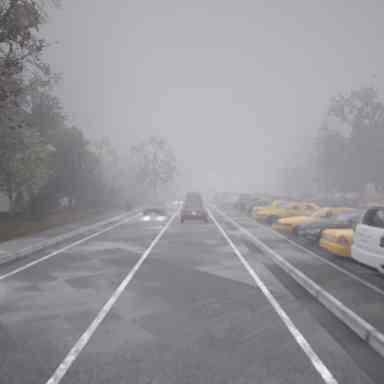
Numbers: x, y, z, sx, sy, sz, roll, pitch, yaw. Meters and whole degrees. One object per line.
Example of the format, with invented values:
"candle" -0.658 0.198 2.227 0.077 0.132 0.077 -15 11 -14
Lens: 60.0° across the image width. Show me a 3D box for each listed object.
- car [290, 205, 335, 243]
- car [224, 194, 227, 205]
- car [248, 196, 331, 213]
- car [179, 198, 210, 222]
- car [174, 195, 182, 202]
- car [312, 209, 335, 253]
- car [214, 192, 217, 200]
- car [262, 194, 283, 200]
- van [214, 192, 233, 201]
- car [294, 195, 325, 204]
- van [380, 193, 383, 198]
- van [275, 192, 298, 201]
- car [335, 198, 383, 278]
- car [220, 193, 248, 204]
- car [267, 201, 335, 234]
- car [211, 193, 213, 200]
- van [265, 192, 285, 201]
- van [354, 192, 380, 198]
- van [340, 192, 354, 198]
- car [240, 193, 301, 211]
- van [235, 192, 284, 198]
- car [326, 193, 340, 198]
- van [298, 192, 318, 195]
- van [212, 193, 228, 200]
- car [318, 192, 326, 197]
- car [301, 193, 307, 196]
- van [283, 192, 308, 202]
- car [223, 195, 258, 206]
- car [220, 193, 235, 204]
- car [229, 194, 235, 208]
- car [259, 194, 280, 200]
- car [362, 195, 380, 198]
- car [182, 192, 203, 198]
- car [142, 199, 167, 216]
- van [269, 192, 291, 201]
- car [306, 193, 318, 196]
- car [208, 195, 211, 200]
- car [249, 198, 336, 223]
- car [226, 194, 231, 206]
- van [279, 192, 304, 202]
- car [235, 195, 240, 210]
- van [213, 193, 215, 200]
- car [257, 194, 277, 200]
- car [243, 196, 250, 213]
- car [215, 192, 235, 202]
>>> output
"car" 6.905 1.454 13.662 4.892 1.521 2.231 0 1 0
"car" 7.134 1.302 44.188 4.792 1.488 2.163 0 0 0
"car" 7.180 1.336 24.761 5.366 1.575 1.946 0 1 0
"car" 0.155 1.420 24.864 1.994 1.385 4.181 0 0 0
"car" -2.908 1.300 72.072 2.128 1.511 4.902 0 0 0
"car" 7.060 1.481 10.884 5.366 1.575 1.946 0 1 0
"car" 7.325 1.227 63.620 5.008 1.535 2.097 0 0 0
"car" 20.595 1.375 85.514 4.892 1.521 2.231 0 -1 0
"van" 7.334 1.043 77.484 4.442 1.987 1.878 0 -1 0
"car" 20.359 1.274 57.834 4.674 1.452 2.002 0 0 0
"van" 20.013 1.076 30.118 4.442 1.987 1.878 0 0 0
"van" 20.365 0.975 71.818 4.442 1.987 1.878 0 0 0
"car" 6.879 1.263 8.107 5.566 2.045 2.435 0 1 0
"car" 7.251 1.115 58.068 4.553 1.767 2.185 0 0 0
"car" 6.737 1.420 16.439 5.366 1.575 1.946 0 1 0
"car" 7.431 0.956 71.947 5.566 2.045 2.435 0 0 0
"van" 20.693 1.110 82.746 4.442 1.987 1.878 0 -1 0
"van" 20.286 1.060 35.672 4.442 1.987 1.878 0 0 1
"van" 20.076 1.054 38.444 4.442 1.987 1.878 0 0 1
"car" 7.074 1.182 30.309 4.553 1.767 2.185 0 0 0
"van" 7.207 1.066 35.858 4.442 1.987 1.878 0 0 0
"car" 20.189 1.022 41.212 5.566 2.045 2.435 0 0 0
"van" 20.455 1.014 55.188 4.442 1.987 1.878 0 0 1
"van" 7.687 1.234 91.362 4.442 1.987 1.878 0 -1 0
"car" 20.213 1.015 43.983 5.566 2.045 2.435 0 0 0
"car" 20.317 1.287 52.419 4.674 1.452 2.002 0 0 0
"van" 20.551 0.988 66.268 4.442 1.987 1.878 0 0 0
"car" 7.217 1.261 49.739 4.892 1.521 2.231 0 0 0
"car" 7.001 1.263 46.965 5.366 1.575 1.946 0 0 0
"car" 7.086 1.315 38.636 4.792 1.488 2.163 0 0 0
"car" 20.619 1.412 88.284 5.008 1.535 2.097 0 -1 0
"car" 20.151 1.292 32.903 5.008 1.535 2.097 0 0 1
"car" 0.254 1.006 42.320 2.150 2.045 5.566 0 0 1
"car" -3.275 1.378 30.349 2.033 1.411 5.357 0 0 0
"van" 20.412 1.034 77.209 4.442 1.987 1.878 0 -1 1
"car" 20.284 1.253 49.524 5.008 1.535 2.097 0 0 1
"car" 7.552 1.421 88.583 5.008 1.535 2.097 0 -1 0
"car" 6.786 1.360 22.112 5.366 1.575 1.946 0 1 0
"car" 7.109 1.309 41.412 4.792 1.488 2.163 0 0 0
"van" 20.573 0.982 68.913 4.442 1.987 1.878 0 0 1
"car" 7.096 1.328 33.082 4.792 1.488 2.163 0 0 1
"van" 7.262 0.988 69.173 4.442 1.987 1.878 0 0 0
"car" 20.644 1.452 91.179 5.008 1.535 2.097 0 -1 0
"car" 7.013 1.321 27.530 4.892 1.521 2.231 0 1 0
"car" 7.073 1.244 55.293 5.366 1.575 1.946 0 0 0
